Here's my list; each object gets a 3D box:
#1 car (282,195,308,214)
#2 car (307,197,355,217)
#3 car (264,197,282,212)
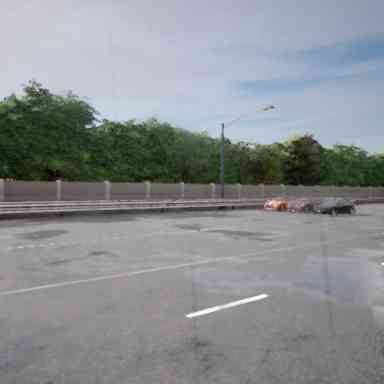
[{"bbox_3d":[11.762,1.292,34.186,4.553,1.767,2.097,0,0,-37],"label":"car"},{"bbox_3d":[13.221,1.425,30.904,5.008,1.535,1.882,0,0,-37],"label":"car"},{"bbox_3d":[10.184,1.284,37.381,4.553,1.767,2.097,0,0,-37],"label":"car"}]
